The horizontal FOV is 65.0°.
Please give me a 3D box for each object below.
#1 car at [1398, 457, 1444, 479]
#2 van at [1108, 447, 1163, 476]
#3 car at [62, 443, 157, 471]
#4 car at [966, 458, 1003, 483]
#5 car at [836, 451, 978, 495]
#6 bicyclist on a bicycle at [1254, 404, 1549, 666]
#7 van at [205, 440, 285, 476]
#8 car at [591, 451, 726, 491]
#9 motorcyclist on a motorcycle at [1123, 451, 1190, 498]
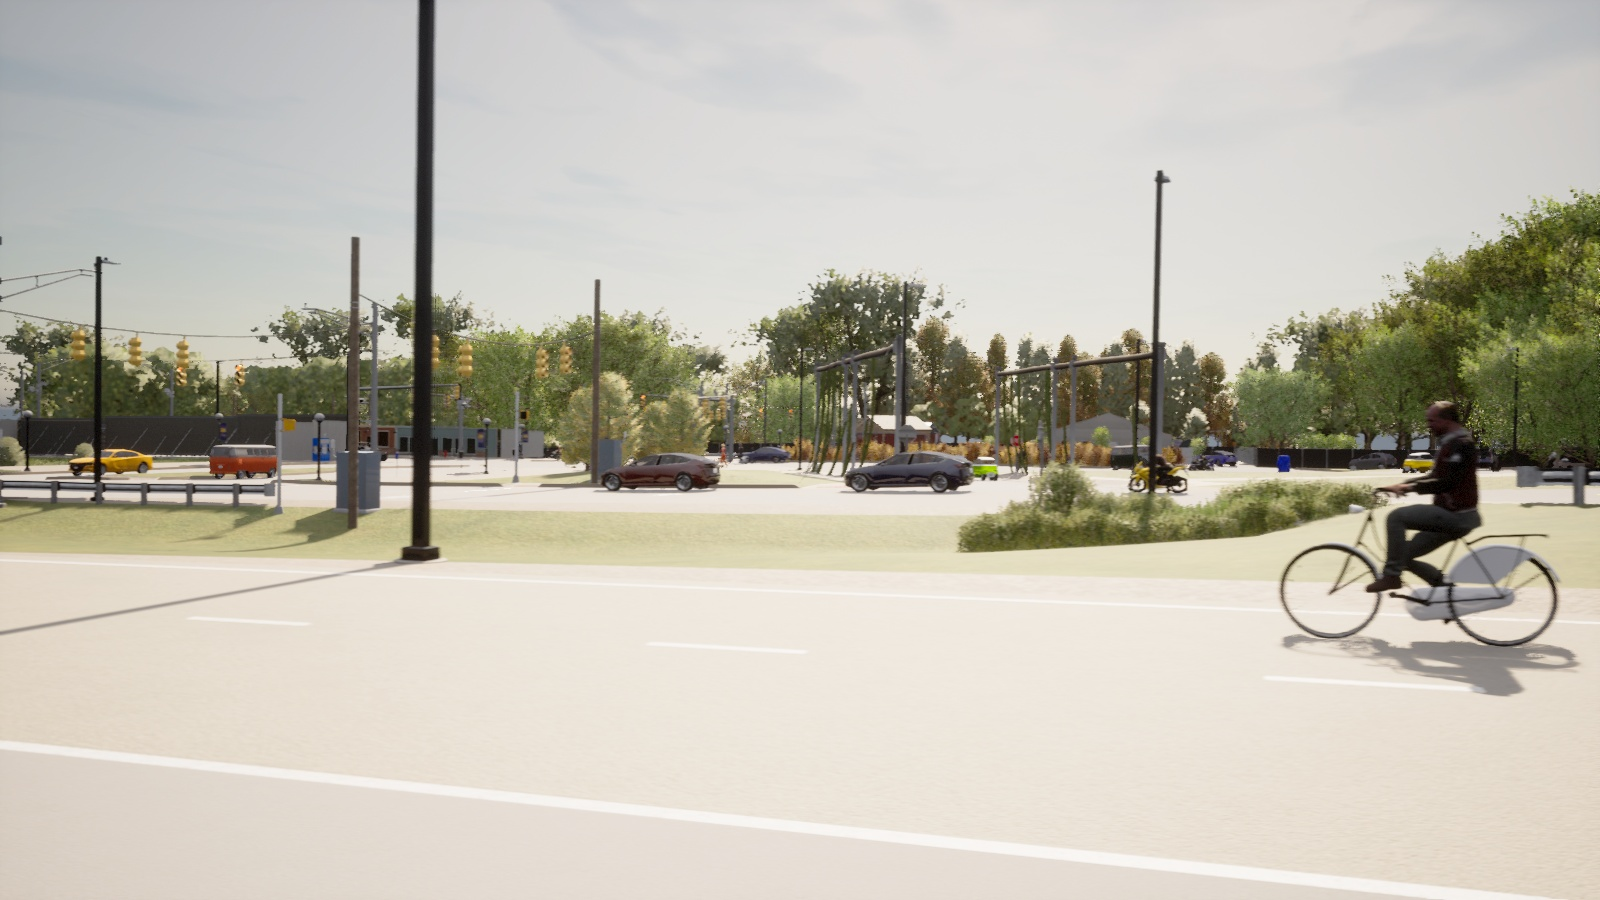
[{"bbox_3d":[40.274,1.154,81.487,2.207,1.376,1.481,0,1,-15],"label":"car"},{"bbox_3d":[23.773,0.819,89.140,1.775,1.987,4.442,0,-1,-16],"label":"van"},{"bbox_3d":[-40.208,0.401,73.237,1.882,1.535,5.008,1,1,16],"label":"car"},{"bbox_3d":[10.688,1.168,72.884,1.481,1.376,2.207,1,0,-9],"label":"car"},{"bbox_3d":[3.941,0.815,46.072,4.792,1.488,2.163,0,1,21],"label":"car"},{"bbox_3d":[4.298,0.564,9.130,1.843,1.776,0.659,1,1,19],"label":"bicyclist on a bicycle"},{"bbox_3d":[-32.223,0.449,73.045,1.775,1.987,4.442,1,0,17],"label":"van"},{"bbox_3d":[-5.519,0.802,49.166,4.792,1.488,2.163,0,1,18],"label":"car"},{"bbox_3d":[11.990,0.811,42.246,2.044,1.523,0.797,0,1,32],"label":"motorcyclist on a motorcycle"}]
